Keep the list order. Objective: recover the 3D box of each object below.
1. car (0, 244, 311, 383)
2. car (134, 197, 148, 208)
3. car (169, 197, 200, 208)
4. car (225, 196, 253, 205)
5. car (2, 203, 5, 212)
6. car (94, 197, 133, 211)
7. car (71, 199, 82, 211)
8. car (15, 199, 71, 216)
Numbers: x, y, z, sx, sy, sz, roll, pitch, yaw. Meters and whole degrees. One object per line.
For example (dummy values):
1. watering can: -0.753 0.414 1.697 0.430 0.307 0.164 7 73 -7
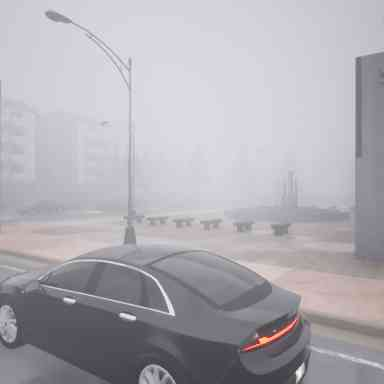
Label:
1. car: -0.922 1.505 4.649 4.892 1.490 1.837 0 0 35
2. car: -8.513 1.500 46.886 4.892 1.490 1.837 -2 1 -44
3. car: -1.020 1.492 48.726 4.902 1.511 2.128 0 0 -36
4. car: 8.234 1.478 57.987 5.008 1.535 1.882 0 0 -21
5. car: -14.635 1.491 20.265 2.128 1.511 4.902 0 0 33
6. car: -9.670 1.564 40.192 1.994 1.385 4.181 0 0 39
7. car: -15.100 1.526 38.818 1.812 1.442 4.674 0 0 36
8. car: -14.879 1.505 32.959 1.837 1.490 4.892 0 0 34
